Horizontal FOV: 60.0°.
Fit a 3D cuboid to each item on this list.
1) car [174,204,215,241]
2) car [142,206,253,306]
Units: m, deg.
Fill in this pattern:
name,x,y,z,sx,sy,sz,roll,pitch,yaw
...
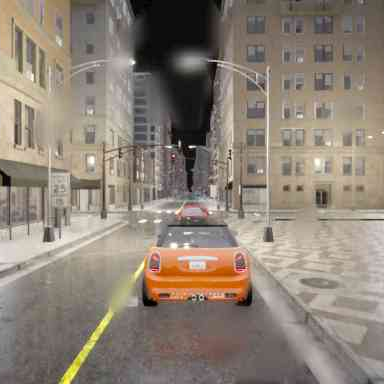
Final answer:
name,x,y,z,sx,sy,sz,roll,pitch,yaw
car,0.096,1.476,17.766,1.882,1.535,5.008,0,0,0
car,0.094,1.352,8.166,2.097,1.767,4.553,0,0,0
